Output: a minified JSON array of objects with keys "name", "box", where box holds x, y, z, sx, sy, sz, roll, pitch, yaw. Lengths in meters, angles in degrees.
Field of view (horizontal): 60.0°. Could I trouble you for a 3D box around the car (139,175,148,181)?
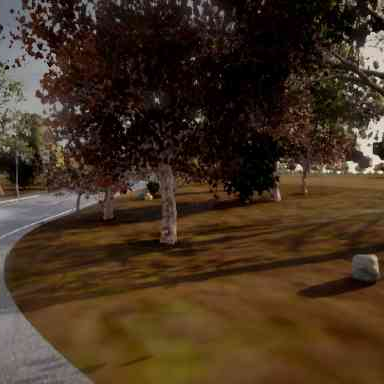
[{"name":"car","box":[-10.276,-3.261,72.077,2.033,1.411,5.357,0,5,4]}]
